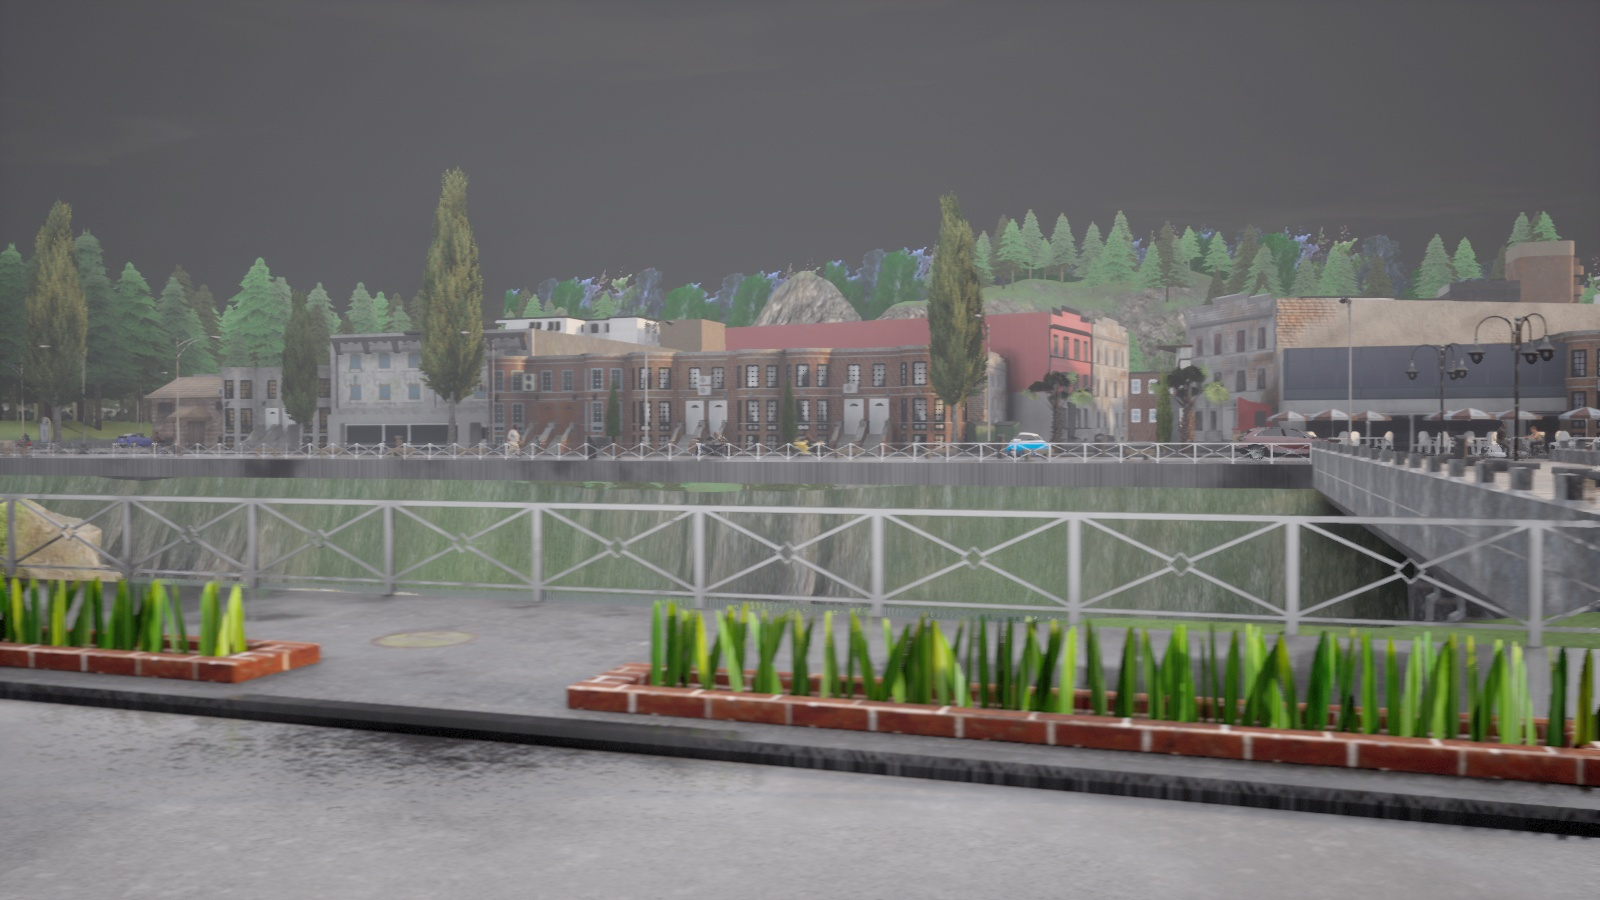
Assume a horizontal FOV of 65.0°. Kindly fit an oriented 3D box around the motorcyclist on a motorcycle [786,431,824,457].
[{"bbox_3d":[0.272,-0.358,72.910,2.044,1.523,0.797,1,1,19],"label":"motorcyclist on a motorcycle"}]

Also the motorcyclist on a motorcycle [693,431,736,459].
[{"bbox_3d":[-4.789,-0.284,70.393,2.191,1.530,0.866,1,1,19],"label":"motorcyclist on a motorcycle"}]

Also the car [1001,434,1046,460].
[{"bbox_3d":[12.273,-0.175,68.877,2.207,1.376,1.481,1,1,19],"label":"car"}]

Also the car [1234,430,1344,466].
[{"bbox_3d":[23.608,-0.130,60.847,4.856,1.649,2.033,1,1,19],"label":"car"}]

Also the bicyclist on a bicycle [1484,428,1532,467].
[{"bbox_3d":[32.587,-0.106,57.828,1.843,1.776,0.659,0,1,19],"label":"bicyclist on a bicycle"}]

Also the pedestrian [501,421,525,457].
[{"bbox_3d":[-14.809,-0.558,64.861,0.900,1.855,0.874,0,1,15],"label":"pedestrian"}]
